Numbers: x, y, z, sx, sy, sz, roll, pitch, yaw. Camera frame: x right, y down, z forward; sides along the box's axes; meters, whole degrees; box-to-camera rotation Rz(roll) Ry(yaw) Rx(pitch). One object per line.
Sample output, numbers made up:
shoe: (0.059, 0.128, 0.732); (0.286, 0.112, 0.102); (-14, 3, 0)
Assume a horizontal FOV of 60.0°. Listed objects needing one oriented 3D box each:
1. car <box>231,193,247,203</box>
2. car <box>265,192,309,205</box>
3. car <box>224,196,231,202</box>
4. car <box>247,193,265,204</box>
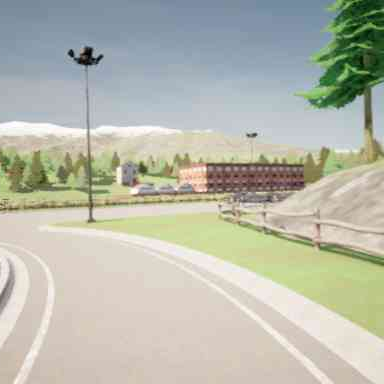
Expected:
car: (9.106, 0.910, 50.059); (5.357, 1.411, 2.033); (-2, 0, -27)
car: (12.596, 0.800, 43.995); (4.902, 1.511, 2.128); (-2, 1, -28)
car: (7.431, 0.892, 53.123); (4.892, 1.490, 1.837); (-2, 0, -28)
car: (10.732, 0.818, 46.966); (5.008, 1.535, 1.882); (-2, 0, -28)
